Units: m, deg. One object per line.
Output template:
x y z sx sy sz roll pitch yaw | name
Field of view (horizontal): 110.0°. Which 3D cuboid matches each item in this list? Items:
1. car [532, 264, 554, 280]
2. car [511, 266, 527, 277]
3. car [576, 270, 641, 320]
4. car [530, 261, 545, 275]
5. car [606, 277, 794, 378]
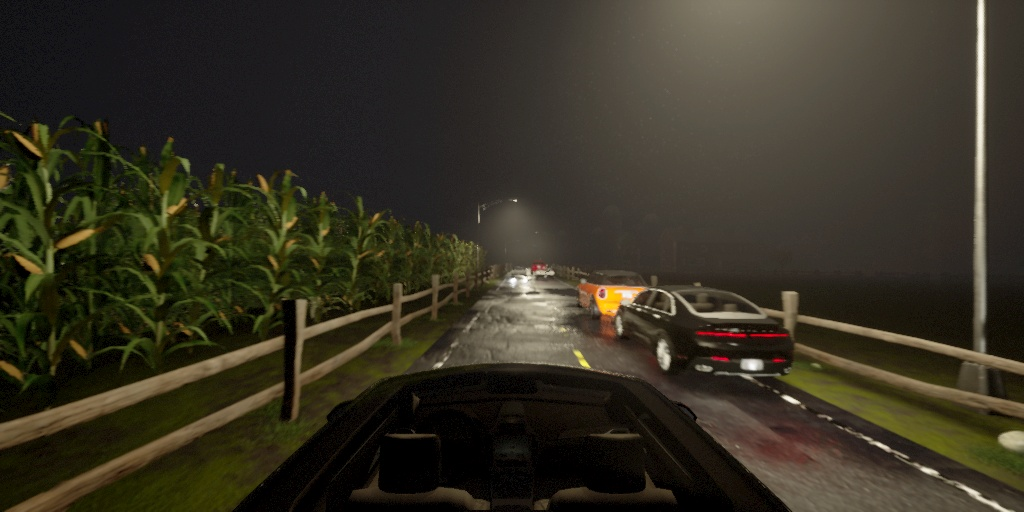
3.585 1.898 39.820 1.895 1.301 4.718 1 -1 2 | car
0.848 1.895 43.552 1.895 1.301 4.718 1 -1 1 | car
3.762 1.316 13.725 2.097 1.767 4.553 1 -1 1 | car
3.808 1.702 52.621 2.150 2.045 5.566 1 -1 1 | car
3.626 1.398 7.755 1.837 1.490 4.892 1 -1 1 | car
